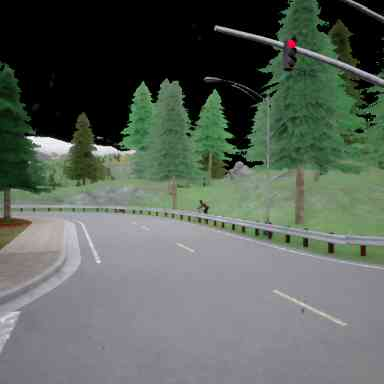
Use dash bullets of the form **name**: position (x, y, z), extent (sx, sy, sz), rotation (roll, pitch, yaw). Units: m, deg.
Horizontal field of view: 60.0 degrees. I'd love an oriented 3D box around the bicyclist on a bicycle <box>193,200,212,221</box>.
- **bicyclist on a bicycle**: position (0.826, 1.432, 25.534), extent (1.656, 1.620, 0.582), rotation (-1, 2, -20)
